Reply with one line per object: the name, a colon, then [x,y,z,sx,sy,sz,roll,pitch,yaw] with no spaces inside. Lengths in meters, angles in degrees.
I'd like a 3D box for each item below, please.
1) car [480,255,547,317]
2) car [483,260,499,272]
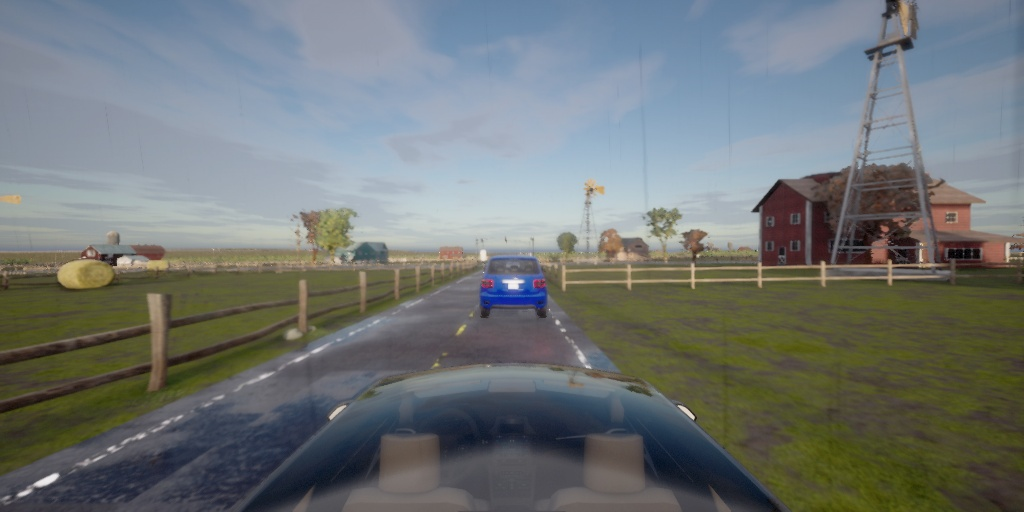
car: [0.067,0.978,13.288,2.150,2.045,5.566,0,0,1]
car: [-2.828,1.288,48.706,1.837,1.490,4.892,0,-1,0]
